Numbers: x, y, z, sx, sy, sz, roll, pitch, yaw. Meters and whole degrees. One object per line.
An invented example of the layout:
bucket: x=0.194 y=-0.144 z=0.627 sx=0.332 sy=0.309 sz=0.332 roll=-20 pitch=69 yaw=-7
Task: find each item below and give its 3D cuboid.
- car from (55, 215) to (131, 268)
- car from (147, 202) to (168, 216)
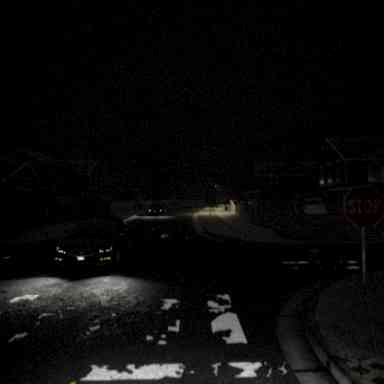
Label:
car: x=-3.283 y=1.639 z=11.805 sx=1.837 sy=1.490 sz=4.892 roll=0 pitch=0 yaw=-4
car: x=-3.889 y=1.916 z=37.937 sx=1.837 sy=1.490 sz=4.892 roll=0 pitch=0 yaw=2
